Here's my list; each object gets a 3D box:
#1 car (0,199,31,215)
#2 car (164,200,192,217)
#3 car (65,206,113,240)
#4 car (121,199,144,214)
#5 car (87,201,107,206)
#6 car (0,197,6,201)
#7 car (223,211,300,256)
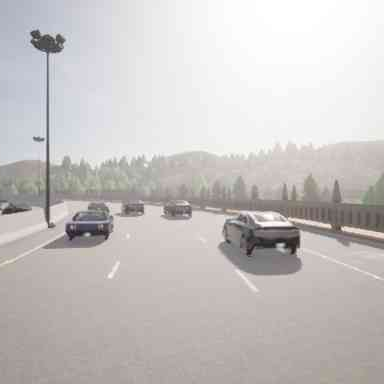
[{"bbox_3d":[-16.084,1.599,30.690,1.895,1.301,4.718,0,0,-20],"label":"car"},{"bbox_3d":[-1.391,1.489,31.233,2.128,1.511,4.902,0,0,-17],"label":"car"},{"bbox_3d":[-5.082,1.600,17.083,1.895,1.301,4.718,0,0,-10],"label":"car"},{"bbox_3d":[-6.249,1.488,34.760,2.128,1.511,4.902,0,0,-19],"label":"car"},{"bbox_3d":[-9.530,1.561,33.507,1.994,1.385,4.181,0,0,-19],"label":"car"},{"bbox_3d":[-23.715,1.562,39.590,1.994,1.385,4.181,0,0,-27],"label":"car"},{"bbox_3d":[2.541,1.490,13.130,2.128,1.511,4.902,0,0,-7],"label":"car"}]
